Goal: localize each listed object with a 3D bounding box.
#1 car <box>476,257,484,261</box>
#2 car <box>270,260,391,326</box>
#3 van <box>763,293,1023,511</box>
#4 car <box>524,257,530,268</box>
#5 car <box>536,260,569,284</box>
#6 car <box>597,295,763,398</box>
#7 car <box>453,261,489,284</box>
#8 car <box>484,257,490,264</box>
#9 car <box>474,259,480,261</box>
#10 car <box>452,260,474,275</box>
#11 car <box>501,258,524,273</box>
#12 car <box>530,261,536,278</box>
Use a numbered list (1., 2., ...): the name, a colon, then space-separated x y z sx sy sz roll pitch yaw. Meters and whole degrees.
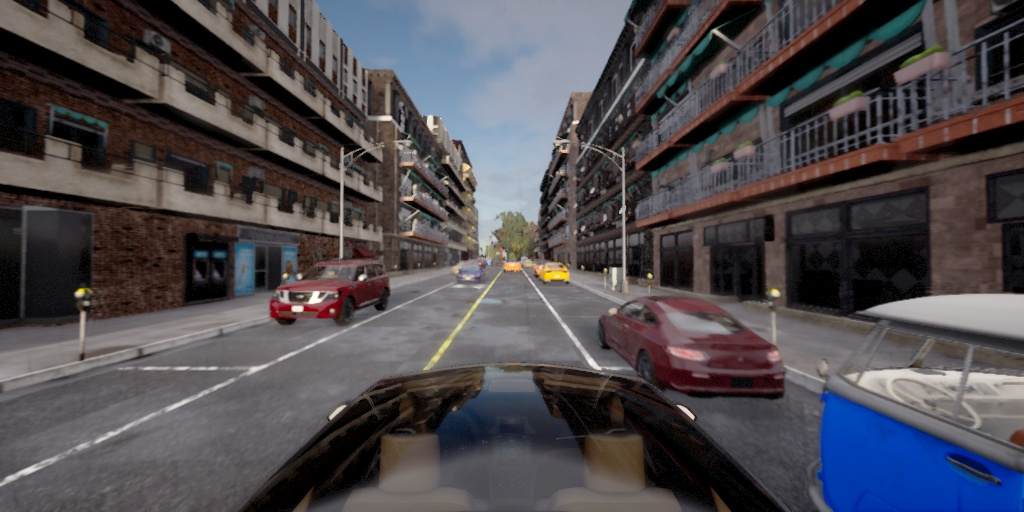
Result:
1. car: -5.625 1.271 51.623 1.967 1.591 4.097 0 0 0
2. car: -5.676 1.080 11.991 2.192 1.841 5.009 0 0 0
3. van: 2.690 1.089 0.617 1.690 1.789 3.998 0 0 0
4. car: 2.772 1.378 63.066 1.751 1.417 4.829 0 0 0
5. car: 3.173 1.268 27.520 1.882 1.535 5.008 0 0 0
6. car: 2.697 1.339 6.278 1.802 1.307 4.207 0 0 0
7. car: -3.065 1.316 27.456 1.812 1.442 4.674 0 0 0
8. car: -5.611 1.167 62.946 2.192 1.841 5.009 0 0 0
9. car: -5.632 1.366 45.960 1.888 1.381 4.507 0 0 0
10. car: -5.641 1.337 40.130 1.751 1.417 4.829 0 0 0
11. car: 0.090 1.180 46.033 2.097 1.767 4.553 0 0 1
12. car: 3.155 1.154 34.491 2.097 1.767 4.553 0 0 0
